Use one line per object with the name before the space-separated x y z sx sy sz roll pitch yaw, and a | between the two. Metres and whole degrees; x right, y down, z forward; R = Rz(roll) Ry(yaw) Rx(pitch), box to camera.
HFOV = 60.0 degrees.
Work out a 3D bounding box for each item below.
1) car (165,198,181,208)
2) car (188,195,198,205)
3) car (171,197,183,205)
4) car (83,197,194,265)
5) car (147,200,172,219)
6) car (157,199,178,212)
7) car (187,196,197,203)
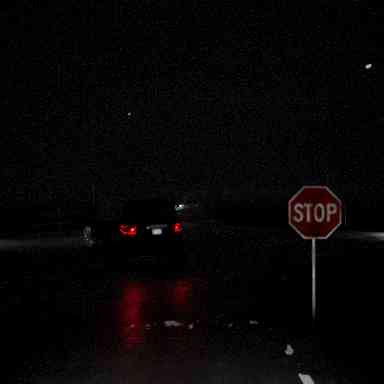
car | -2.841 1.589 50.141 2.033 1.411 5.357 0 0 0
car | 0.009 1.402 61.848 2.097 1.767 4.553 0 0 0
car | -2.808 1.651 62.653 1.895 1.301 4.718 0 0 0
car | -2.297 1.216 12.019 2.150 2.045 5.566 0 1 -28
car | -2.807 1.499 30.009 1.882 1.535 5.008 0 0 -2
car | -2.850 1.580 39.819 2.033 1.411 5.357 0 0 0
car | -0.027 1.606 72.053 1.994 1.385 4.181 0 0 0
